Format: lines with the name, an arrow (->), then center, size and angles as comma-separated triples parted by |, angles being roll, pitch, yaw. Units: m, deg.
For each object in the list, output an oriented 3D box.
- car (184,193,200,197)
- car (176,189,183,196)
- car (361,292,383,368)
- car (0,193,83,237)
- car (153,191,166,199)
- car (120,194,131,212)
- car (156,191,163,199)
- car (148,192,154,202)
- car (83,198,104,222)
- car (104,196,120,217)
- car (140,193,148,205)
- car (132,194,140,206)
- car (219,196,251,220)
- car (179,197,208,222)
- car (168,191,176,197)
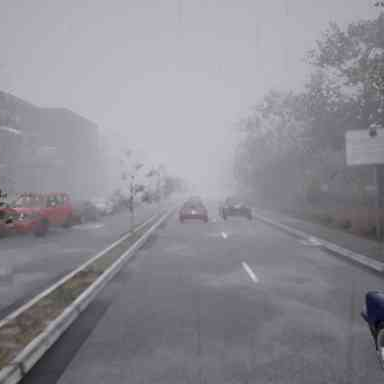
car -> 0.337, 1.150, 41.752 | 2.033, 1.411, 5.357 | 0, 1, 2
car -> -4.765, 0.347, 95.043 | 2.231, 1.521, 4.892 | 0, 1, 9
car -> 3.250, 1.580, 2.445 | 1.895, 1.301, 4.718 | 0, 0, 0
car -> -8.024, 1.081, 17.451 | 2.435, 2.045, 5.566 | 0, 1, 0
car -> -7.148, 0.663, 72.833 | 1.946, 1.575, 5.366 | 0, 1, 5
car -> -7.928, 1.190, 34.092 | 2.163, 1.488, 4.792 | 0, 1, 0
car -> -7.558, 0.795, 65.805 | 2.163, 1.488, 4.792 | 0, 1, 3
car -> -7.801, 0.895, 56.210 | 2.097, 1.535, 5.008 | 0, 1, 1
car -> -7.992, 1.308, 22.998 | 2.163, 1.488, 4.792 | 0, 1, 0
car -> -7.961, 1.260, 28.577 | 2.002, 1.452, 4.674 | 0, 1, 0
car -> -7.865, 1.033, 45.219 | 2.231, 1.521, 4.892 | 0, 1, 0
car -> -7.897, 1.138, 39.669 | 2.002, 1.452, 4.674 | 0, 1, 0
car -> 3.258, 1.120, 26.037 | 2.097, 1.767, 4.553 | 0, 1, 0
car -> 0.105, 1.346, 24.501 | 1.994, 1.385, 4.181 | 0, 1, 0
car -> -6.184, 0.506, 83.808 | 1.946, 1.575, 5.366 | 0, 1, 7
